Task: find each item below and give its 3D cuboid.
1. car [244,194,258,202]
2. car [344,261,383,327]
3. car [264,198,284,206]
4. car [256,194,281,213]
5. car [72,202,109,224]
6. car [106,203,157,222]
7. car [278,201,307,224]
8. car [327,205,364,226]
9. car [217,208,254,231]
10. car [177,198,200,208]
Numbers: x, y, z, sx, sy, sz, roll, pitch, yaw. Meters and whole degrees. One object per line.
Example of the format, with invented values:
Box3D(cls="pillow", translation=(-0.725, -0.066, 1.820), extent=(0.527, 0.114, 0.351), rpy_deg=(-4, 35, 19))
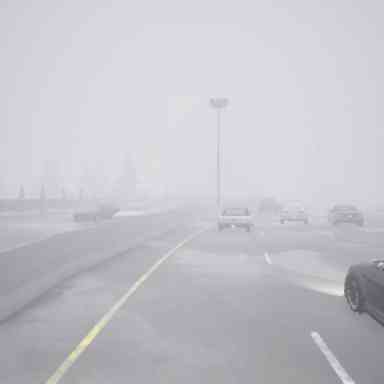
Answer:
Box3D(cls="car", translation=(11.989, 1.467, 62.951), extent=(2.150, 2.045, 5.566), rpy_deg=(0, -1, 38))
Box3D(cls="car", translation=(3.939, 1.582, 4.979), extent=(1.994, 1.385, 4.181), rpy_deg=(0, 0, 4))
Box3D(cls="car", translation=(15.180, 1.768, 61.343), extent=(1.812, 1.442, 4.674), rpy_deg=(0, -1, 39))
Box3D(cls="car", translation=(9.243, 1.452, 38.542), extent=(2.097, 1.767, 4.553), rpy_deg=(0, 0, 25))
Box3D(cls="car", translation=(-7.027, 1.498, 25.184), extent=(1.882, 1.535, 5.008), rpy_deg=(0, 0, 15))
Box3D(cls="car", translation=(-3.874, 1.549, 23.438), extent=(1.812, 1.442, 4.674), rpy_deg=(0, 0, 15))
Box3D(cls="car", translation=(7.760, 1.578, 25.409), extent=(1.812, 1.442, 4.674), rpy_deg=(0, 0, 17))
Box3D(cls="car", translation=(10.848, 1.602, 23.754), extent=(2.033, 1.411, 5.357), rpy_deg=(0, 0, 17))
Box3D(cls="car", translation=(2.843, 1.633, 20.842), extent=(1.895, 1.301, 4.718), rpy_deg=(0, 0, 14))
Box3D(cls="car", translation=(-0.426, 1.656, 50.655), extent=(1.837, 1.490, 4.892), rpy_deg=(0, -1, 30))
